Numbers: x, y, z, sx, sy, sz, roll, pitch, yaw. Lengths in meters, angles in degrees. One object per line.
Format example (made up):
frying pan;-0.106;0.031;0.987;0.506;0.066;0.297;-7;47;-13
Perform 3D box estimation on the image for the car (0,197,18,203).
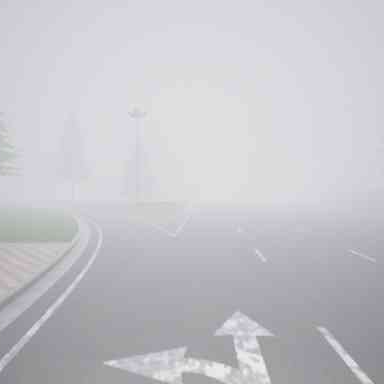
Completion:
car;-36.088;1.543;65.336;4.718;1.301;1.895;0;0;43
